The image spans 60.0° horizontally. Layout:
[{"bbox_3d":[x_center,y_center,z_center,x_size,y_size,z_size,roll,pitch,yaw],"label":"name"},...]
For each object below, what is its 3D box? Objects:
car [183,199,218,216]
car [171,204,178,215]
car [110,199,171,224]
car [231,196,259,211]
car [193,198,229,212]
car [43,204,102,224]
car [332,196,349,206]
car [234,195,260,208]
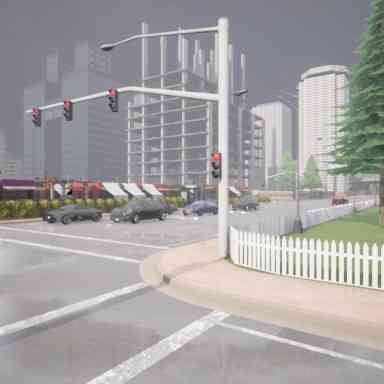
[{"bbox_3d":[0.959,1.524,32.484,1.812,1.442,4.674,0,0,34],"label":"car"},{"bbox_3d":[-3.524,1.546,32.122,2.033,1.411,5.357,0,0,34],"label":"car"},{"bbox_3d":[-3.986,1.351,25.185,2.097,1.767,4.553,0,0,34],"label":"car"},{"bbox_3d":[6.587,1.503,40.815,1.837,1.490,4.892,0,0,34],"label":"car"},{"bbox_3d":[2.393,1.546,40.881,2.033,1.411,5.357,0,0,34],"label":"car"},{"bbox_3d":[-8.699,1.562,24.463,1.994,1.385,4.181,0,0,34],"label":"car"},{"bbox_3d":[23.981,1.477,53.722,1.882,1.535,5.008,0,0,34],"label":"car"},{"bbox_3d":[8.193,1.351,49.382,2.097,1.767,4.553,0,0,35],"label":"car"}]
